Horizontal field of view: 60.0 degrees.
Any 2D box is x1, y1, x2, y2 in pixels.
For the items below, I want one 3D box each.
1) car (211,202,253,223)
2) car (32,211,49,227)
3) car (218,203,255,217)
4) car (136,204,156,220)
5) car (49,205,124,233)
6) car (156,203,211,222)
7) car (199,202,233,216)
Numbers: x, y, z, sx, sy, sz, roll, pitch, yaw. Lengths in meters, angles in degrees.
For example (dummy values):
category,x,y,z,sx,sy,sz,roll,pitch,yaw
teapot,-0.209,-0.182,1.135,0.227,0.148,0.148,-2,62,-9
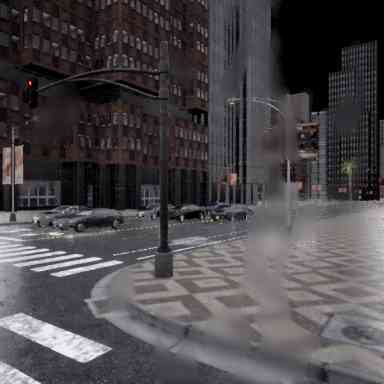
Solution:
category,x,y,z,sx,sy,sz,roll,pitch,yaw
car,3.577,1.926,30.351,1.837,1.490,4.892,0,0,35
car,-8.990,1.724,24.085,2.128,1.511,4.902,0,-1,35
car,5.289,2.078,38.800,2.033,1.411,5.357,0,-1,35
car,-3.268,1.869,32.257,2.128,1.511,4.902,0,-1,35
car,-6.550,1.757,21.905,1.812,1.442,4.674,0,-1,35
car,-0.653,1.858,30.324,1.882,1.535,5.008,0,-1,35
car,2.999,2.014,41.190,1.882,1.535,5.008,0,-1,35
